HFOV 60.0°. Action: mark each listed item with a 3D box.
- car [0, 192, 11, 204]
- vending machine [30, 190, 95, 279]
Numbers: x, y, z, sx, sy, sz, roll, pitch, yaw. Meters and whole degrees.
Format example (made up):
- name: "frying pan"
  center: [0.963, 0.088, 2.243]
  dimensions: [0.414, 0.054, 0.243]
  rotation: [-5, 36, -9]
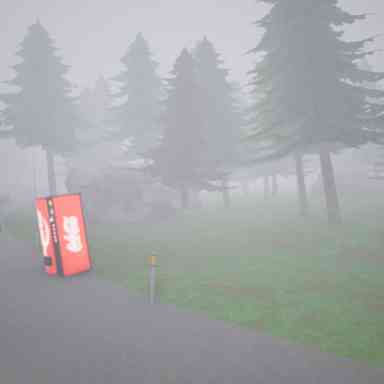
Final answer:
- name: "car"
  center: [-22.087, 0.788, 37.245]
  dimensions: [2.128, 1.511, 4.902]
  rotation: [-4, 1, -6]
- name: "vending machine"
  center: [-3.455, 1.079, 8.902]
  dimensions: [1.100, 2.100, 0.880]
  rotation: [-9, 1, -45]
